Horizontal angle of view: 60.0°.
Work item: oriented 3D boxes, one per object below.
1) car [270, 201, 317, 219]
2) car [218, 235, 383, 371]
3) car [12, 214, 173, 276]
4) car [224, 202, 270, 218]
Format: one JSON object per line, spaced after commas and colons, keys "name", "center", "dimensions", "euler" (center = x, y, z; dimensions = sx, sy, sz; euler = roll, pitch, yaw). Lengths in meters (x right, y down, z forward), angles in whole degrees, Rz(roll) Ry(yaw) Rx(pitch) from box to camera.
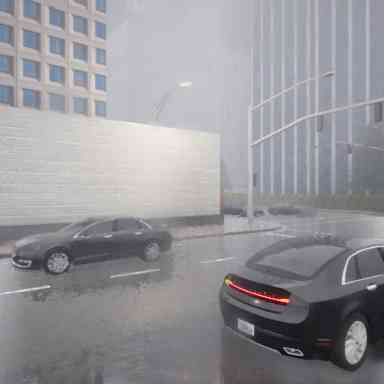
{"name": "car", "center": [9.011, 1.581, 30.111], "dimensions": [1.812, 1.442, 4.674], "euler": [0, 0, -36]}
{"name": "car", "center": [2.682, 1.505, 5.713], "dimensions": [4.892, 1.490, 1.837], "euler": [0, 0, -35]}
{"name": "car", "center": [-2.921, 1.505, 10.513], "dimensions": [4.892, 1.490, 1.837], "euler": [0, 0, -36]}
{"name": "car", "center": [4.216, 1.603, 30.769], "dimensions": [2.033, 1.411, 5.357], "euler": [0, 0, -36]}
